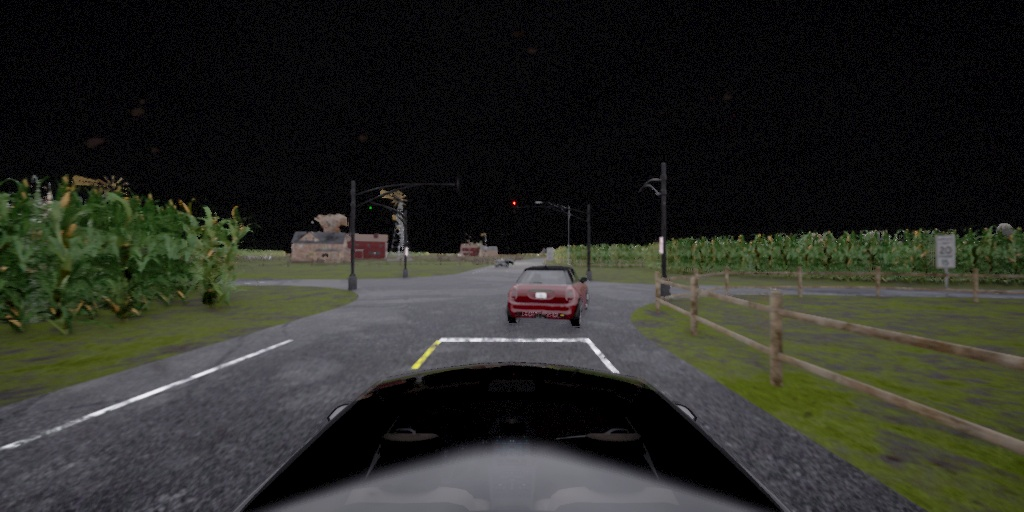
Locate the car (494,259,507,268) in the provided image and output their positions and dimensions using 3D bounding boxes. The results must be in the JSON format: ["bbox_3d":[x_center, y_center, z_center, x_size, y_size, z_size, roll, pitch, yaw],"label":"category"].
[{"bbox_3d":[-1.745,1.226,58.062,1.994,1.385,4.181,0,0,4],"label":"car"}]

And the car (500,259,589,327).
[{"bbox_3d":[1.352,1.089,11.806,2.097,1.767,4.553,0,0,15],"label":"car"}]
